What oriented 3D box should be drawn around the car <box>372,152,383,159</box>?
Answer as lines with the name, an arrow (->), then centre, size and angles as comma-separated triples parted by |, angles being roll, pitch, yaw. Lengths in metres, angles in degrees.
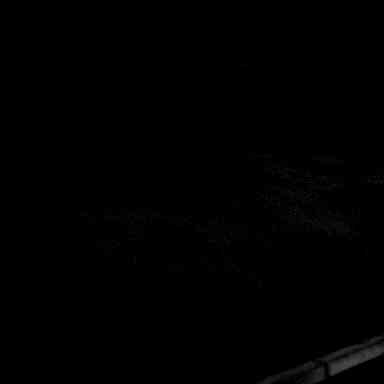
car -> 21.629, -3.518, 35.231 | 4.892, 1.521, 2.231 | 3, -1, 6

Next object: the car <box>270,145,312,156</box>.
car -> 10.779, -4.220, 36.459 | 4.553, 1.767, 2.185 | 3, -1, 6

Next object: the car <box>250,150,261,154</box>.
car -> 5.318, -4.342, 37.071 | 4.674, 1.452, 2.002 | 3, -1, 6
